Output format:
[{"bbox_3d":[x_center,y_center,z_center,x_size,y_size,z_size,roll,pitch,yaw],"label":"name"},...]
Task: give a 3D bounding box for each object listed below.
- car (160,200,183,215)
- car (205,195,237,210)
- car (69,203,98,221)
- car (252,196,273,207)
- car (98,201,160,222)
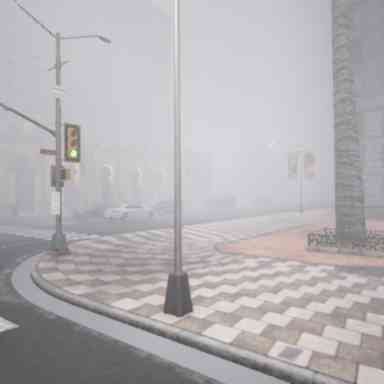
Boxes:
[{"bbox_3d":[-2.961,1.674,36.790,1.837,1.490,4.892,0,0,38],"label":"car"},{"bbox_3d":[4.082,1.395,45.852,2.150,2.045,5.566,0,0,37],"label":"car"},{"bbox_3d":[-8.564,1.693,29.564,1.812,1.442,4.674,0,0,38],"label":"car"},{"bbox_3d":[11.824,1.528,55.842,2.097,1.767,4.553,0,0,38],"label":"car"},{"bbox_3d":[-5.200,1.669,27.938,1.812,1.442,4.674,0,0,38],"label":"car"}]
